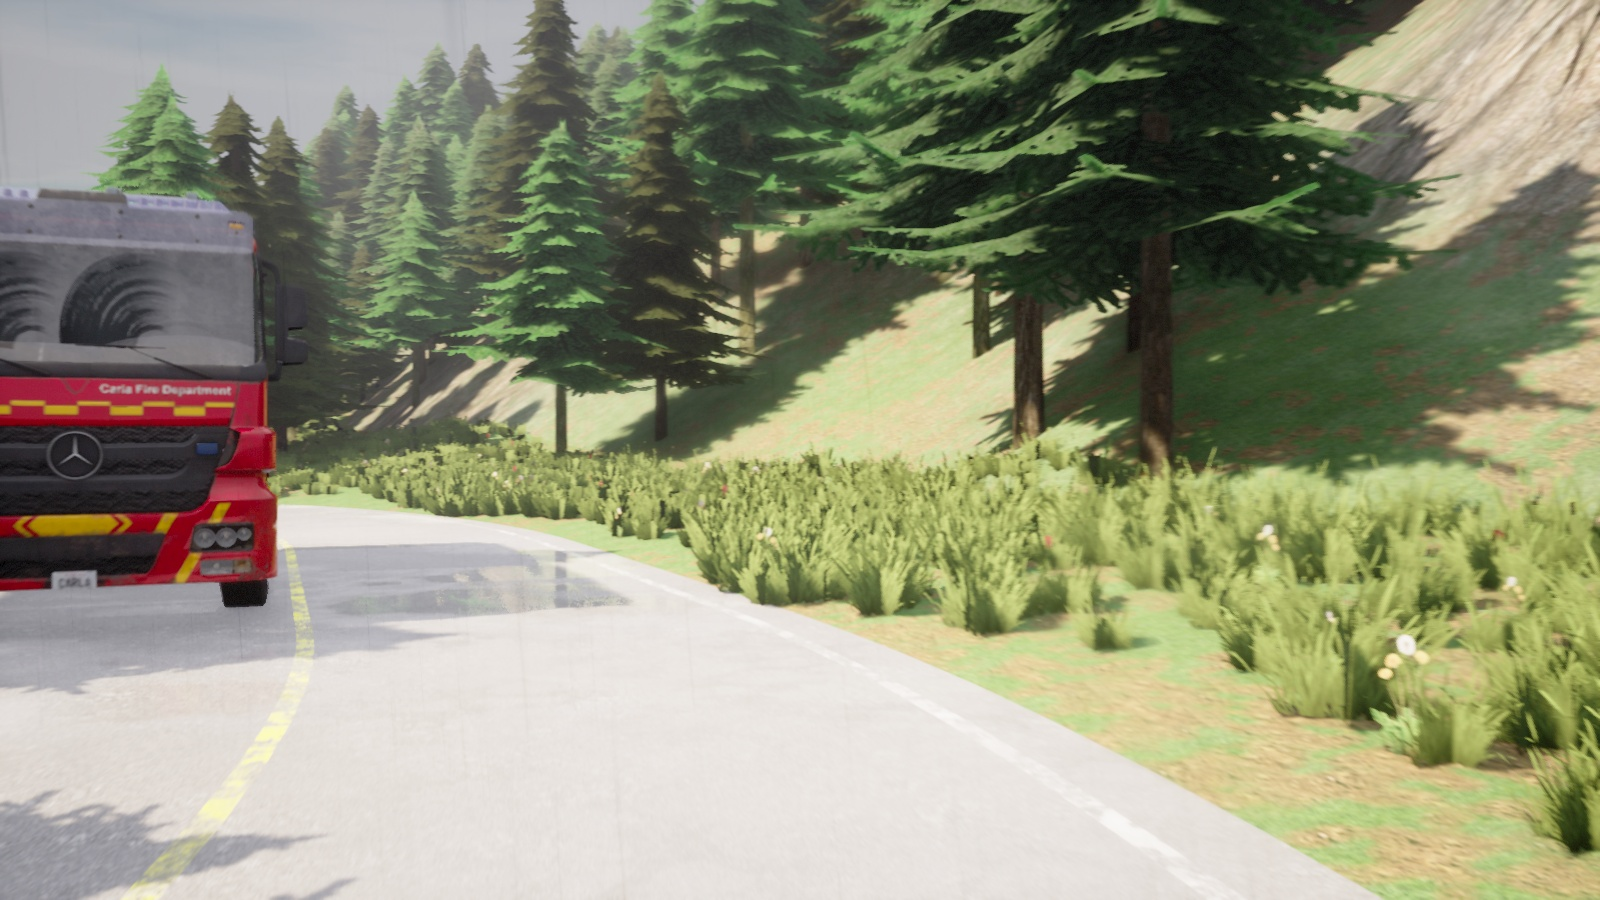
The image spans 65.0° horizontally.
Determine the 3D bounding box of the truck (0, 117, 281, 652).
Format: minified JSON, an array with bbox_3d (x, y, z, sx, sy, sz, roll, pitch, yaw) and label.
[{"bbox_3d":[-7.052,-0.489,13.009,2.891,3.827,8.468,0,0,-24],"label":"truck"}]
